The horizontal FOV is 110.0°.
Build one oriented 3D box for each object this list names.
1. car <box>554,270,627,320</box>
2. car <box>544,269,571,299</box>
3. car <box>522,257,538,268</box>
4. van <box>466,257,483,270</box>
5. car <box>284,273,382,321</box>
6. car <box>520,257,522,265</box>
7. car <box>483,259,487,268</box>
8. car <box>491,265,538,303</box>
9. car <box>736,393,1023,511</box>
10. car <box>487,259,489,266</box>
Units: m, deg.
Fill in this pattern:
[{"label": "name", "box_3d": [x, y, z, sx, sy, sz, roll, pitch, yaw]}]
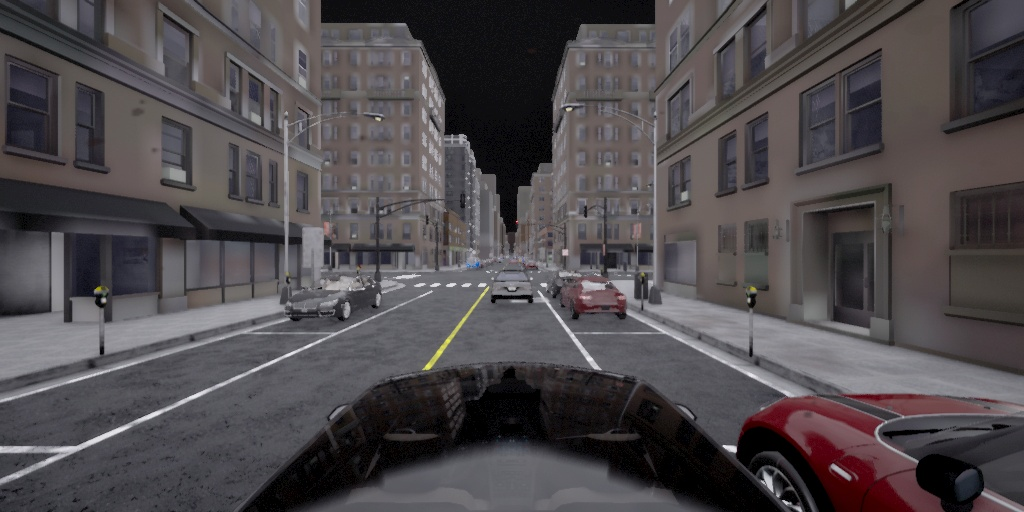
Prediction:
[{"label": "car", "box_3d": [2.668, 1.330, 12.298, 1.802, 1.307, 4.207, 0, 0, 0]}, {"label": "car", "box_3d": [2.668, 1.300, 17.892, 2.007, 1.370, 4.403, 0, 0, 0]}, {"label": "car", "box_3d": [2.811, 1.197, 52.541, 1.967, 1.591, 4.097, 0, 0, 0]}, {"label": "van", "box_3d": [-5.714, 1.098, 52.577, 1.690, 1.789, 3.998, 0, 0, 0]}, {"label": "car", "box_3d": [-5.857, 1.299, 12.292, 2.007, 1.370, 4.403, 0, 0, 0]}, {"label": "car", "box_3d": [2.861, 1.200, 63.880, 1.967, 1.591, 4.097, 0, 0, 0]}, {"label": "car", "box_3d": [-5.689, 1.199, 58.245, 1.967, 1.591, 4.097, 0, 0, 0]}, {"label": "car", "box_3d": [0.000, 1.313, 16.501, 2.033, 1.411, 5.357, 0, 0, 0]}, {"label": "car", "box_3d": [2.668, 1.187, 1.109, 1.967, 1.591, 4.097, 0, 0, 0]}, {"label": "car", "box_3d": [-5.664, 1.326, 63.914, 1.948, 1.339, 4.313, 0, 0, 0]}]
